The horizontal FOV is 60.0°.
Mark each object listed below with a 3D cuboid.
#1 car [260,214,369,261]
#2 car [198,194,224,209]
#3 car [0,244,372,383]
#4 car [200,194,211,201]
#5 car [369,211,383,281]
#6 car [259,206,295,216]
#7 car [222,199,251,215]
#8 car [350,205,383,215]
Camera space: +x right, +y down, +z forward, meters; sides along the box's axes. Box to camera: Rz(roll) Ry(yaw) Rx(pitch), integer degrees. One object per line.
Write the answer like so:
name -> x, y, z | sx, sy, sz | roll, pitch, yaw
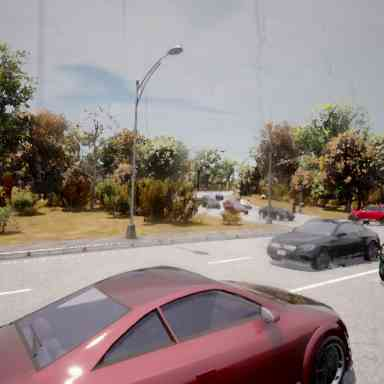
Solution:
car -> 4.663, 1.651, 11.457 | 4.674, 1.442, 1.812 | 2, -1, -34
car -> 3.134, 1.751, 54.926 | 2.097, 1.767, 4.553 | 3, 1, -14
car -> -0.075, 1.571, 3.696 | 4.181, 1.385, 1.994 | 0, 0, -36
car -> 3.159, 1.227, 76.574 | 1.994, 1.385, 4.181 | 2, 2, -4
car -> 6.942, 1.485, 8.757 | 4.553, 1.767, 2.097 | 2, -1, -36
car -> 9.309, 2.295, 36.708 | 1.837, 1.490, 4.892 | 3, -1, -23
car -> 5.959, 2.203, 45.365 | 1.812, 1.442, 4.674 | 3, 0, -19
car -> 18.665, 2.331, 33.593 | 2.150, 2.045, 5.566 | 3, -2, -26
